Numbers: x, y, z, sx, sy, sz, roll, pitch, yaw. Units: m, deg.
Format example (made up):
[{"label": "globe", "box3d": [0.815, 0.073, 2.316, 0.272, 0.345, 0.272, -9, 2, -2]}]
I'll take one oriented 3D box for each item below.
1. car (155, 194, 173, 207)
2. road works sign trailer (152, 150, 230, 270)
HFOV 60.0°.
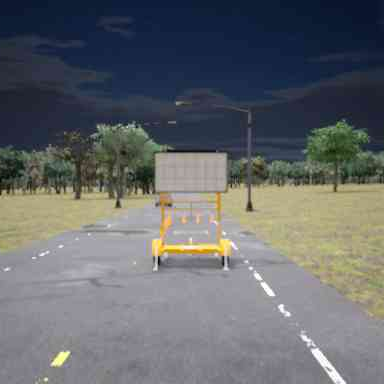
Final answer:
[{"label": "car", "box3d": [-3.721, 1.094, 44.371, 2.097, 1.767, 4.553, 0, 1, 0]}, {"label": "road works sign trailer", "box3d": [-0.031, 0.431, 10.876, 2.380, 3.560, 2.880, 0, 0, 0]}]
